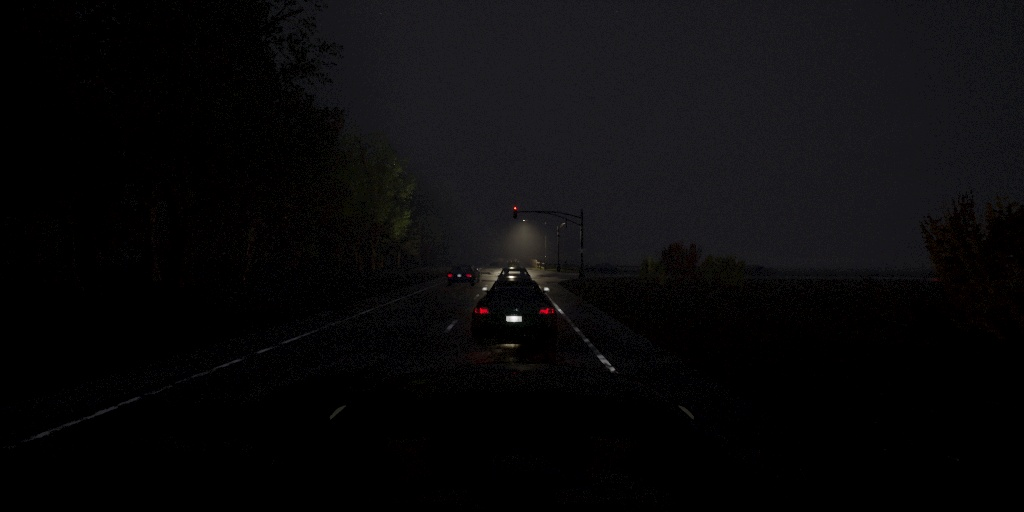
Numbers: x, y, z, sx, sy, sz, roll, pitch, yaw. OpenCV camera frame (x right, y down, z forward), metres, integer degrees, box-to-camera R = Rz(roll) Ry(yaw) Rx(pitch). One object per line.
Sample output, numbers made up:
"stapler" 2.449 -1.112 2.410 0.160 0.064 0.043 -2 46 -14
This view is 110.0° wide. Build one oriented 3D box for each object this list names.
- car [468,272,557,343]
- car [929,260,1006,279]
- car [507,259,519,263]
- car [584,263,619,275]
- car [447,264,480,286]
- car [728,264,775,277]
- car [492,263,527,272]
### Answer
"car" 0.093 1.316 9.674 1.994 1.385 4.181 0 0 1
"car" 48.592 1.499 38.058 5.566 2.045 2.150 1 -1 0
"car" 0.180 1.259 61.912 1.837 1.490 4.892 0 0 0
"car" 10.543 1.495 42.442 4.181 1.385 1.994 1 -1 9
"car" -3.372 1.303 25.453 2.033 1.411 5.357 0 0 0
"car" 27.464 1.654 41.772 5.357 1.411 2.033 1 -1 0
"car" 0.121 1.301 18.879 2.033 1.411 5.357 0 0 0
